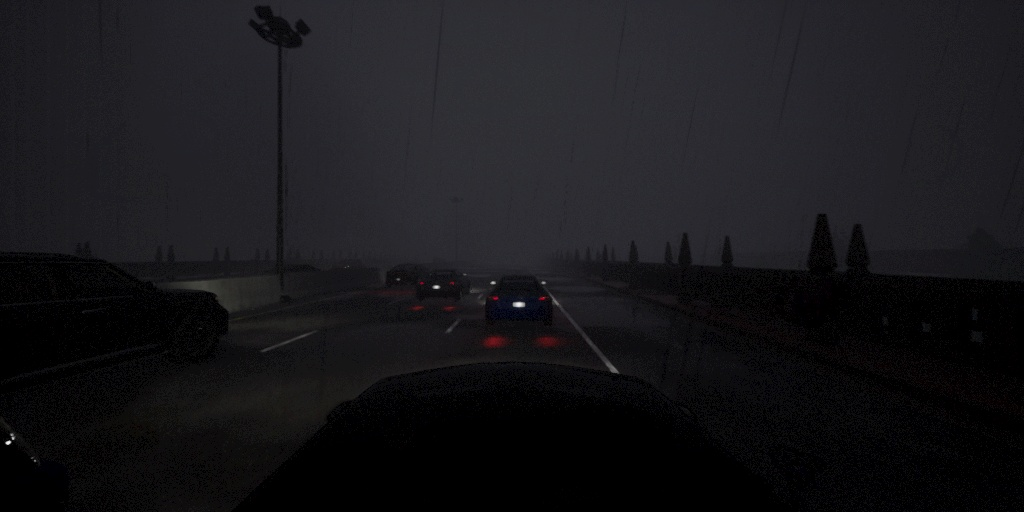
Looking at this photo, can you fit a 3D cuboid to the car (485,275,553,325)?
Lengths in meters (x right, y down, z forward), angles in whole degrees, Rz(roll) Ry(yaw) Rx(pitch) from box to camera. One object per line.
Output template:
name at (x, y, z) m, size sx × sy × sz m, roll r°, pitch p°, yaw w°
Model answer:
car at (0.218, 1.308, 11.869) m, size 1.994 × 1.385 × 4.181 m, roll 0°, pitch 0°, yaw 1°

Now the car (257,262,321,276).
car at (-13.832, 1.232, 22.452) m, size 1.837 × 1.490 × 4.892 m, roll 0°, pitch 0°, yaw 1°

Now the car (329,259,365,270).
car at (-17.095, 1.068, 37.362) m, size 2.097 × 1.767 × 4.553 m, roll 0°, pitch 0°, yaw 1°

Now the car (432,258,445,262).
car at (-13.127, 1.065, 63.456) m, size 2.097 × 1.767 × 4.553 m, roll 0°, pitch 0°, yaw 1°

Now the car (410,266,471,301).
car at (-3.206, 1.302, 17.356) m, size 1.994 × 1.385 × 4.181 m, roll 0°, pitch 0°, yaw 1°

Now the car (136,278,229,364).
car at (-6.865, 0.965, 4.909) m, size 2.150 × 2.045 × 5.566 m, roll 0°, pitch 0°, yaw 0°

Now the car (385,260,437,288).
car at (-6.617, 1.210, 23.449) m, size 1.882 × 1.535 × 5.008 m, roll 0°, pitch 0°, yaw 1°
